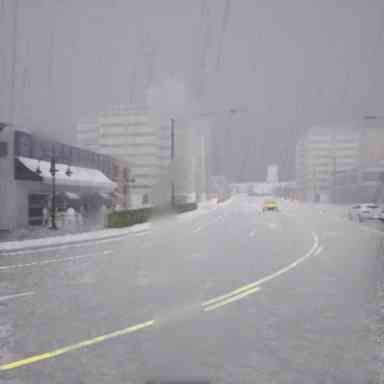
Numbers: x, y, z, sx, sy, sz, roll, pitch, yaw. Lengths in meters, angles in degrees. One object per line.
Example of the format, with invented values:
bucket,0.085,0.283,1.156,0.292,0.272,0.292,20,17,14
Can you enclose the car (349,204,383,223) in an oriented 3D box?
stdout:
car,14.225,1.672,27.146,1.812,1.442,4.674,0,-1,12

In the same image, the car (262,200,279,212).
car,10.310,1.826,43.793,1.882,1.535,5.008,0,-1,10
